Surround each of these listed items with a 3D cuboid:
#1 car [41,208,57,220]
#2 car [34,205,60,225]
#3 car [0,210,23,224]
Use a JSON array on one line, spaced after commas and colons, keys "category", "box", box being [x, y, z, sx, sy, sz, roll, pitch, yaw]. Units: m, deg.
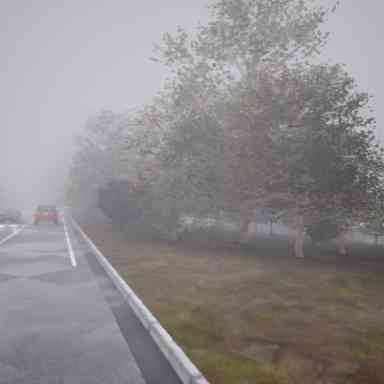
[{"category": "car", "box": [-19.681, 2.971, 45.911, 1.882, 1.535, 5.008, 2, -2, -21]}, {"category": "car", "box": [-15.254, 2.358, 34.973, 2.150, 2.045, 5.566, 2, -2, -21]}, {"category": "car", "box": [-19.455, 2.637, 35.849, 2.033, 1.411, 5.357, 2, -3, -21]}]
